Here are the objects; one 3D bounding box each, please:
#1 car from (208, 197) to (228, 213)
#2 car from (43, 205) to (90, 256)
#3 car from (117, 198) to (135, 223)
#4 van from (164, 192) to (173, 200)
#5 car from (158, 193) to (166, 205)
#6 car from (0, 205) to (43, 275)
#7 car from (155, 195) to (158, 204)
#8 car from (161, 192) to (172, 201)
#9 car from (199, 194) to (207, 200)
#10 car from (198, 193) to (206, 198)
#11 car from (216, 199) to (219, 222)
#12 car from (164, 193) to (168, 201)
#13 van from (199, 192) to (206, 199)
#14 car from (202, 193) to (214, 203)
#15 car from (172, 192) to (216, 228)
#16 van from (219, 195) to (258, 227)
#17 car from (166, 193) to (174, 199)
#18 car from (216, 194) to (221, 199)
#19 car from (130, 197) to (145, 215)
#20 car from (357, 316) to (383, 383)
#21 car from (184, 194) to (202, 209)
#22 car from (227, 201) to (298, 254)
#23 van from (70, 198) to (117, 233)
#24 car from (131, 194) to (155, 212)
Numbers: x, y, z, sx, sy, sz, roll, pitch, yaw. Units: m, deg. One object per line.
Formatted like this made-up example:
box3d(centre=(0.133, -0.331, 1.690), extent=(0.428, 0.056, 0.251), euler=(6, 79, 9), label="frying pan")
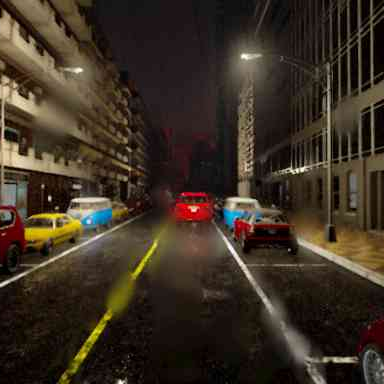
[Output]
box3d(centre=(2.703, 1.307, 35.504), extent=(1.752, 1.417, 4.829), euler=(1, 0, 0), label="car")
box3d(centre=(-5.686, 1.447, 12.885), extent=(1.752, 1.417, 4.829), euler=(1, 0, 0), label="car")
box3d(centre=(-5.644, 1.379, 23.979), extent=(1.752, 1.417, 4.829), euler=(1, 0, 0), label="car")
box3d(centre=(-5.642, 0.847, 79.613), extent=(1.690, 1.788, 3.998), euler=(1, 0, 0), label="van")
box3d(centre=(-5.646, 1.246, 51.882), extent=(1.947, 1.339, 4.313), euler=(1, 0, 0), label="car")
box3d(centre=(-5.675, 1.270, 7.508), extent=(2.192, 1.841, 5.009), euler=(1, 0, 0), label="car")
box3d(centre=(-5.644, 1.276, 40.618), extent=(1.752, 1.417, 4.829), euler=(1, 0, 0), label="car")
box3d(centre=(-5.641, 0.891, 68.520), extent=(2.192, 1.841, 5.009), euler=(1, 0, 0), label="car")
box3d(centre=(2.700, 1.087, 79.715), extent=(1.802, 1.307, 4.206), euler=(1, 0, 0), label="car")
box3d(centre=(2.700, 0.979, 90.810), extent=(1.887, 1.381, 4.507), euler=(1, 0, 0), label="car")
box3d(centre=(2.703, 1.418, 24.238), extent=(1.947, 1.339, 4.313), euler=(1, 0, 0), label="car")
box3d(centre=(-5.646, 1.227, 57.429), extent=(1.802, 1.307, 4.206), euler=(1, 0, 0), label="car")
box3d(centre=(2.704, 0.811, 85.262), extent=(1.690, 1.788, 3.998), euler=(1, 0, 0), label="van")
box3d(centre=(2.704, 1.085, 57.523), extent=(1.967, 1.590, 4.097), euler=(1, 0, 0), label="car")
box3d(centre=(0.101, 1.092, 21.307), extent=(2.150, 2.045, 5.566), euler=(0, 0, 0), label="car")
box3d(centre=(2.707, 1.227, 18.689), extent=(1.690, 1.788, 3.998), euler=(1, 0, 0), label="van")
box3d(centre=(-5.648, 1.053, 85.162), extent=(1.802, 1.307, 4.206), euler=(1, 0, 0), label="car")
box3d(centre=(2.705, 1.257, 29.785), extent=(1.967, 1.590, 4.097), euler=(1, 0, 0), label="car")
box3d(centre=(-5.645, 1.400, 29.695), extent=(1.802, 1.307, 4.206), euler=(1, 0, 0), label="car")
box3d(centre=(2.703, 1.569, 2.047), extent=(1.802, 1.307, 4.206), euler=(1, 0, 0), label="car")
box3d(centre=(0.098, 1.099, 41.066), extent=(2.097, 1.767, 4.553), euler=(0, 0, 0), label="car")
box3d(centre=(2.706, 1.360, 13.142), extent=(1.967, 1.590, 4.097), euler=(1, 0, 0), label="car")
box3d(centre=(-5.647, 1.228, 18.602), extent=(1.690, 1.788, 3.998), euler=(1, 0, 0), label="van")
box3d(centre=(-5.640, 1.099, 35.240), extent=(2.192, 1.841, 5.009), euler=(1, 0, 0), label="car")
